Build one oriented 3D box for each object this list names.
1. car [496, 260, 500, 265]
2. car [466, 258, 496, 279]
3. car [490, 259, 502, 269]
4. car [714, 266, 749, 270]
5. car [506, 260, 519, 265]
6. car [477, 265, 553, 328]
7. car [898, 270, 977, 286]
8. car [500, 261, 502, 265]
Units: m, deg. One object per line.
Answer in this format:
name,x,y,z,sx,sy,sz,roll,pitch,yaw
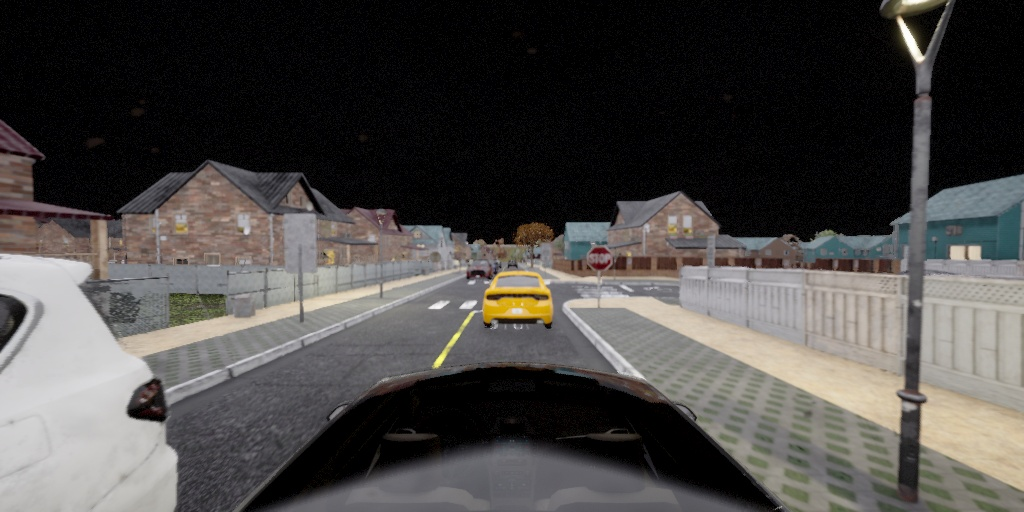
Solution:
car,-2.846,1.149,42.034,2.097,1.767,4.553,0,0,0
car,-2.848,1.118,32.070,2.097,1.767,4.553,0,0,0
car,-2.800,1.392,62.676,1.882,1.535,5.008,0,0,1
car,12.583,1.292,21.276,4.674,1.442,1.812,1,2,8
car,0.096,1.429,64.106,1.837,1.490,4.892,0,-1,0
car,0.224,1.221,11.416,1.882,1.535,5.008,0,0,2
car,22.426,1.438,19.562,4.181,1.385,1.994,1,2,12
car,-2.841,1.395,52.262,2.033,1.411,5.357,0,0,0
